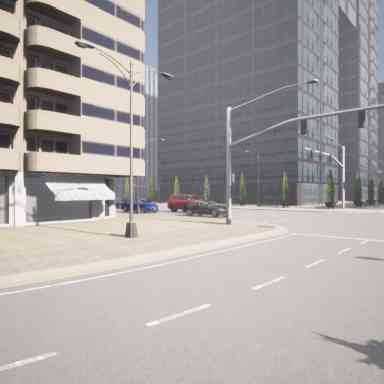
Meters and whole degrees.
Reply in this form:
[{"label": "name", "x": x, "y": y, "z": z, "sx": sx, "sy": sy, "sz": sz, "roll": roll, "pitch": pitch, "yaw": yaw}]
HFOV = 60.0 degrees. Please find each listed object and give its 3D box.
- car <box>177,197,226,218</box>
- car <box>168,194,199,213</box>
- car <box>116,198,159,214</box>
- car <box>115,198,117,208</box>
[{"label": "car", "x": 1.366, "y": 1.547, "z": 30.925, "sx": 4.902, "sy": 1.511, "sz": 2.128, "roll": 0, "pitch": 0, "yaw": 41}, {"label": "car", "x": -0.255, "y": 1.277, "z": 36.912, "sx": 5.566, "sy": 2.045, "sz": 2.150, "roll": 0, "pitch": 0, "yaw": 40}, {"label": "car", "x": -5.854, "y": 1.533, "z": 37.102, "sx": 5.008, "sy": 1.535, "sz": 1.882, "roll": 0, "pitch": 0, "yaw": 41}, {"label": "car", "x": -9.869, "y": 1.561, "z": 45.148, "sx": 4.892, "sy": 1.490, "sz": 1.837, "roll": 0, "pitch": 0, "yaw": 41}]
